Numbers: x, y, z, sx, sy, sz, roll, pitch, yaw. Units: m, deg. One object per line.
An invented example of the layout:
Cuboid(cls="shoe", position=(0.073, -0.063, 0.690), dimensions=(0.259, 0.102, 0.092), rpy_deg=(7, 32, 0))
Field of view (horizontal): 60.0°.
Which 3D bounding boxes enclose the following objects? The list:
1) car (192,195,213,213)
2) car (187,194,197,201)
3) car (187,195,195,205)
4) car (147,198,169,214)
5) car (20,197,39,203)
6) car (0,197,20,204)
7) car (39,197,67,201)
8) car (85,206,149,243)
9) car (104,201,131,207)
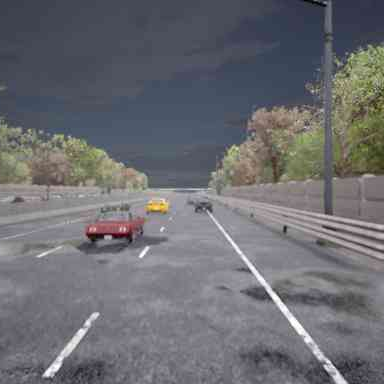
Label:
Cuboid(cls="car", position=(1.225, 1.393, 35.983), dimensions=(1.837, 1.490, 4.892), rpy_deg=(0, 0, 0))
Cuboid(cls="car", position=(0.000, 1.262, 75.247), dimensions=(1.994, 1.385, 4.181), rpy_deg=(0, 0, 0))
Cuboid(cls="car", position=(0.000, 1.396, 55.497), dimensions=(2.033, 1.411, 5.357), rpy_deg=(0, 0, 0))
Cuboid(cls="car", position=(-3.399, 1.370, 33.835), dimensions=(1.882, 1.535, 5.008), rpy_deg=(0, 0, 0))
Cuboid(cls="car", position=(-21.071, 1.435, 45.294), dimensions=(1.994, 1.385, 4.181), rpy_deg=(0, 0, 0))
Cuboid(cls="car", position=(-24.567, 1.396, 45.335), dimensions=(1.812, 1.442, 4.674), rpy_deg=(0, 0, 0))
Cuboid(cls="car", position=(-17.581, 1.364, 43.599), dimensions=(2.128, 1.511, 4.902), rpy_deg=(0, 0, 0))
Cuboid(cls="car", position=(-3.399, 1.545, 15.725), dimensions=(1.895, 1.301, 4.718), rpy_deg=(0, 0, 0))
Cuboid(cls="car", position=(-6.897, 1.500, 30.766), dimensions=(1.895, 1.301, 4.718), rpy_deg=(0, 0, 0))
